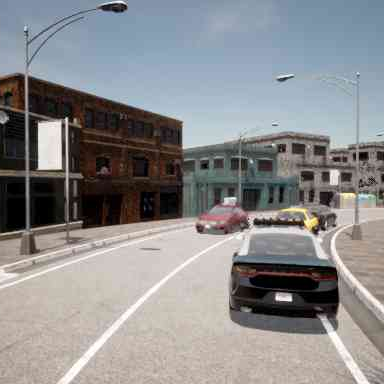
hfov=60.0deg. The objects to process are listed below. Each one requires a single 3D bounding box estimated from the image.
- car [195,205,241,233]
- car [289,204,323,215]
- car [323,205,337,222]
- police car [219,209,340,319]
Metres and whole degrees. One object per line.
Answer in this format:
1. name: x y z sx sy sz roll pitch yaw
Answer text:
1. car: 1.880 1.505 19.040 1.812 1.442 4.674 0 0 28
2. car: 5.186 1.471 16.548 1.801 1.575 5.366 1 0 26
3. car: 7.923 1.537 21.222 1.837 1.490 4.892 1 0 34
4. police car: 2.003 1.428 7.694 1.930 1.638 5.238 0 0 13
